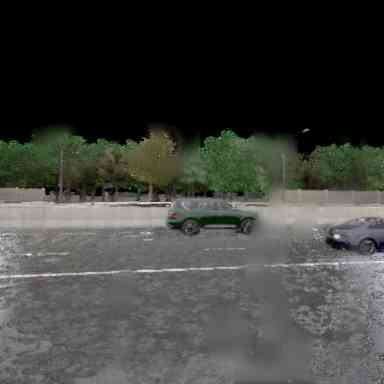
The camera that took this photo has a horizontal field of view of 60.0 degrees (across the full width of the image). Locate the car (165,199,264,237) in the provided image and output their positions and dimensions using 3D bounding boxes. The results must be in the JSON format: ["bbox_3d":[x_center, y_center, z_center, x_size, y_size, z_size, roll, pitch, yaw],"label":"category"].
[{"bbox_3d":[1.251,1.410,19.047,5.566,2.045,2.150,0,-1,-12],"label":"car"}]

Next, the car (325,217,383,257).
[{"bbox_3d":[7.511,1.692,13.189,4.181,1.385,1.994,1,-1,-12],"label":"car"}]
